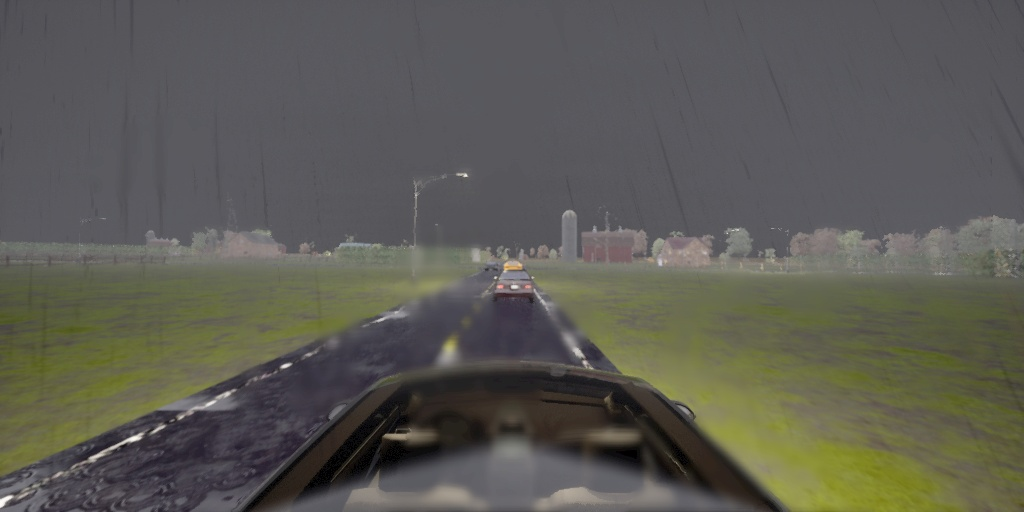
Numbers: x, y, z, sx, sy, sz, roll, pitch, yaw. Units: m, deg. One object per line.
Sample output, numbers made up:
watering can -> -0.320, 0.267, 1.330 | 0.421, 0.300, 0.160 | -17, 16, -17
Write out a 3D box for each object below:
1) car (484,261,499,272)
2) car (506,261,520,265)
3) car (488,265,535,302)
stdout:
car -> -2.767, 1.406, 49.438 | 2.033, 1.411, 5.357 | 0, 0, 1
car -> 0.110, 1.303, 37.845 | 1.882, 1.535, 5.008 | 0, 0, 0
car -> 0.103, 1.325, 17.236 | 2.033, 1.411, 5.357 | 0, 0, 0
